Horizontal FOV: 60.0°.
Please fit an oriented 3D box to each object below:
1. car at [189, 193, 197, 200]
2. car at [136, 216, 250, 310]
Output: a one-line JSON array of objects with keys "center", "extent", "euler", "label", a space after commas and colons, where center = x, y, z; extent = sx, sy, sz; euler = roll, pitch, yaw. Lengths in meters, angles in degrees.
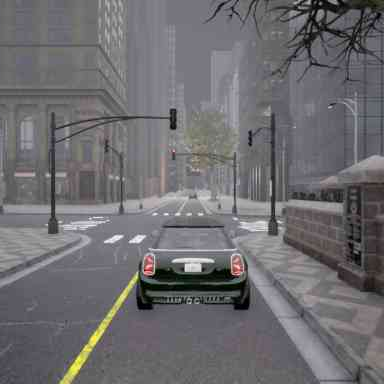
[{"center": [0.243, 0.940, 81.241], "extent": [2.097, 1.767, 4.553], "euler": [0, 1, 0], "label": "car"}, {"center": [0.035, 1.352, 7.982], "extent": [2.097, 1.767, 4.553], "euler": [0, 0, 0], "label": "car"}]
